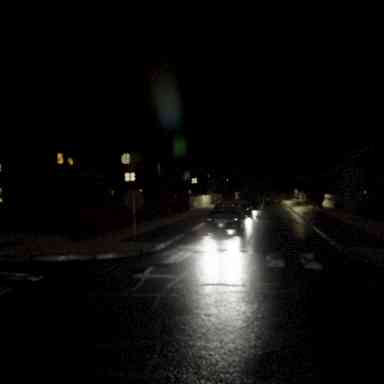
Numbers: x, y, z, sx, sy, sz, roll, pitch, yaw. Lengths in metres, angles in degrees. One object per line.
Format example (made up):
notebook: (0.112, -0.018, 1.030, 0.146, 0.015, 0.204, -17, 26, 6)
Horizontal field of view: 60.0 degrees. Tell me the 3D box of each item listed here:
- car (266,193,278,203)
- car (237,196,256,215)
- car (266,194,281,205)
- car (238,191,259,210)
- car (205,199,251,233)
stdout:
car: (13.656, 0.997, 57.055, 1.882, 1.535, 5.008, -1, 0, 13)
car: (4.226, 1.330, 28.640, 1.812, 1.442, 4.674, -1, 0, 13)
car: (11.540, 1.162, 47.318, 1.994, 1.385, 4.181, -1, 0, 12)
car: (6.615, 0.941, 39.041, 2.150, 2.045, 5.566, -1, 0, 13)
car: (1.981, 1.372, 18.861, 2.128, 1.511, 4.902, -1, 0, 13)
